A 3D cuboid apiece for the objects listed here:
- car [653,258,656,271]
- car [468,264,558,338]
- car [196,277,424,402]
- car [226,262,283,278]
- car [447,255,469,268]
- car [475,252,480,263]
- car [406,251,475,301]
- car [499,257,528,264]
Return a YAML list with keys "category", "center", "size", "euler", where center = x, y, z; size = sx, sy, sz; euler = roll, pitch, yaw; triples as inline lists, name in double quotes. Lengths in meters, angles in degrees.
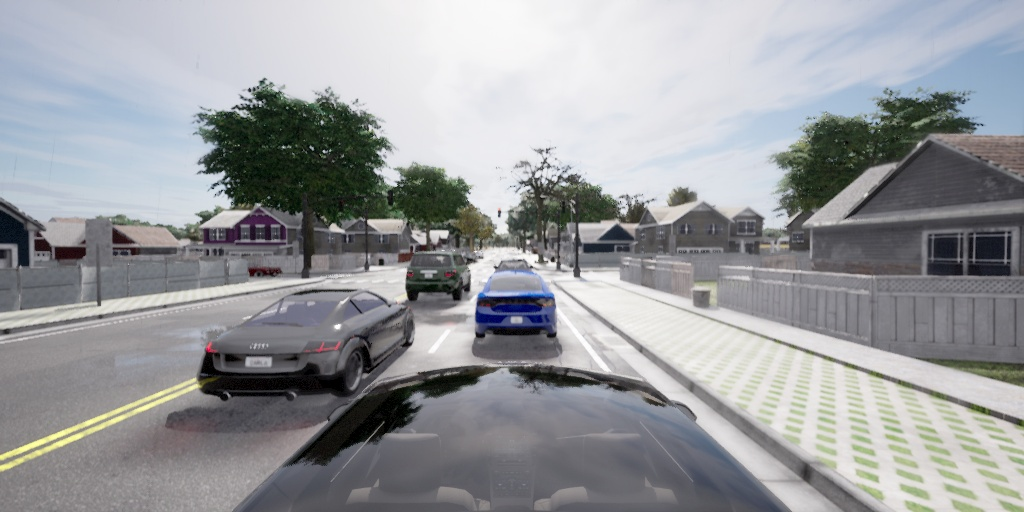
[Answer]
- category: "car"
  center: [12.668, 0.835, 32.539]
  size: [4.718, 1.301, 1.895]
  euler: [0, 1, 1]
- category: "car"
  center: [0.087, 1.144, 9.893]
  size: [1.882, 1.535, 5.008]
  euler: [0, 1, 0]
- category: "car"
  center: [-3.158, 1.268, 6.476]
  size: [1.994, 1.385, 4.181]
  euler: [0, 1, 0]
- category: "car"
  center: [-21.466, 1.151, 29.177]
  size: [4.718, 1.301, 1.895]
  euler: [0, 1, 1]
- category: "car"
  center: [-6.673, 0.649, 44.802]
  size: [2.033, 1.411, 5.357]
  euler: [0, 1, 0]
- category: "car"
  center: [-6.671, 0.217, 56.669]
  size: [2.097, 1.767, 4.553]
  euler: [0, 1, 0]
- category: "car"
  center: [-3.176, 0.803, 16.354]
  size: [2.150, 2.045, 5.566]
  euler: [0, 1, 0]
- category: "car"
  center: [0.071, 0.897, 18.847]
  size: [2.097, 1.767, 4.553]
  euler: [0, 1, 0]
